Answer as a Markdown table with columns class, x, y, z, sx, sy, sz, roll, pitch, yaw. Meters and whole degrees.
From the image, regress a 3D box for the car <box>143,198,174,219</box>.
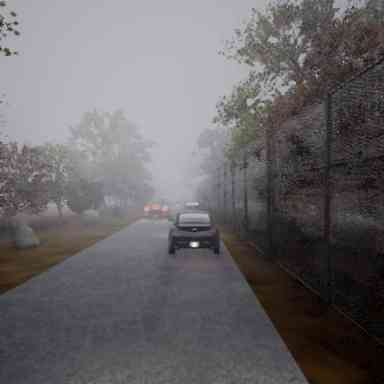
| class | x | y | z | sx | sy | sz | roll | pitch | yaw |
| --- | --- | --- | --- | --- | --- | --- | --- | --- | --- |
| car | -2.912 | 1.334 | 28.767 | 2.097 | 1.767 | 4.553 | 0 | 0 | 0 |

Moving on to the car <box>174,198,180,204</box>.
| class | x | y | z | sx | sy | sz | roll | pitch | yaw |
| --- | --- | --- | --- | --- | --- | --- | --- | --- | --- |
| car | -3.108 | 2.027 | 69.634 | 1.837 | 1.490 | 4.892 | 0 | -1 | -1 |

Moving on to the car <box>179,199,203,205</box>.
| class | x | y | z | sx | sy | sz | roll | pitch | yaw |
| --- | --- | --- | --- | --- | --- | --- | --- | --- | --- |
| car | 0.027 | 1.517 | 29.957 | 1.812 | 1.442 | 4.674 | 0 | 0 | 0 |

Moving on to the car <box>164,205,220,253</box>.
| class | x | y | z | sx | sy | sz | roll | pitch | yaw |
| --- | --- | --- | --- | --- | --- | --- | --- | --- | --- |
| car | 0.080 | 1.486 | 13.491 | 1.837 | 1.490 | 4.892 | 0 | 0 | 0 |
